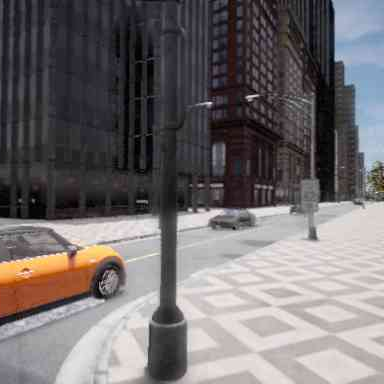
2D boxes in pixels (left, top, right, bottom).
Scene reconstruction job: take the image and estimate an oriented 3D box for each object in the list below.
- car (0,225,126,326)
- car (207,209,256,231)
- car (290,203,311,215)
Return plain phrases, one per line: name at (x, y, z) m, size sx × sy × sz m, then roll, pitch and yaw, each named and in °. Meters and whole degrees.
car at (-3.394, 1.439, 6.573) m, size 2.097 × 1.767 × 4.553 m, roll 0°, pitch -1°, yaw 30°
car at (3.012, 1.901, 23.920) m, size 2.033 × 1.411 × 5.357 m, roll 0°, pitch -1°, yaw 30°
car at (14.082, 2.132, 42.993) m, size 1.882 × 1.535 × 5.008 m, roll 0°, pitch -1°, yaw 30°
